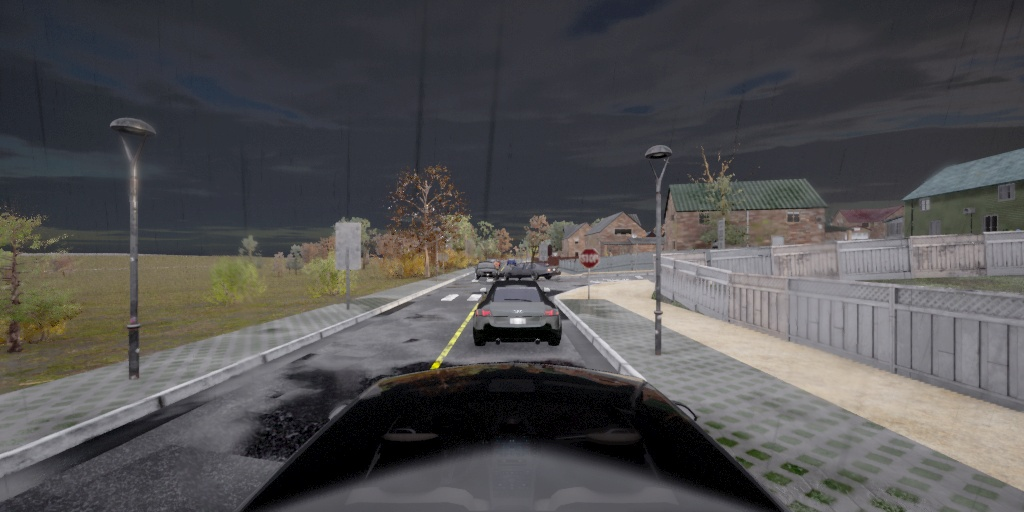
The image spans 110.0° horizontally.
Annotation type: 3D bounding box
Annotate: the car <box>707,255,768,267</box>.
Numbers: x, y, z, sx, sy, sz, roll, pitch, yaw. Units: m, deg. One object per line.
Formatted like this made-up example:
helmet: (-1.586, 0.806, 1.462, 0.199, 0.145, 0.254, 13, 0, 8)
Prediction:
car: (14.356, 0.413, 22.826, 4.181, 1.385, 1.994, -3, 0, 16)

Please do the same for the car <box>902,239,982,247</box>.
car: (23.860, -0.209, 20.418, 4.902, 1.511, 2.128, -3, 0, 14)

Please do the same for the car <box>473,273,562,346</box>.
car: (0.091, 1.313, 9.414, 1.994, 1.385, 4.181, 0, 0, -1)

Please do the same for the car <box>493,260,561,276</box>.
car: (1.297, 1.198, 28.430, 5.357, 1.411, 2.033, -4, -3, 43)

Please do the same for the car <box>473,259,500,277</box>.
car: (-2.294, 1.258, 31.336, 1.837, 1.490, 4.892, 0, 0, -8)

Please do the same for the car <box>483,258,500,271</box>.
car: (-2.920, 1.121, 51.154, 2.097, 1.767, 4.553, 0, 0, 1)
